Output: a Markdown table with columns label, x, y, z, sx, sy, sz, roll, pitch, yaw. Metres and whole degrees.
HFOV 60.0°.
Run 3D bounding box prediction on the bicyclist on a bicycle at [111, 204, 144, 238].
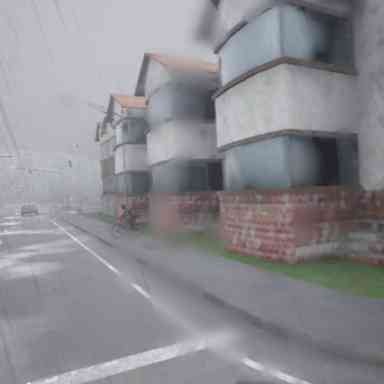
| label | x | y | z | sx | sy | sz | roll | pitch | yaw |
| --- | --- | --- | --- | --- | --- | --- | --- | --- | --- |
| bicyclist on a bicycle | -3.175 | 1.413 | 16.301 | 1.656 | 1.620 | 0.582 | -3 | 0 | -27 |

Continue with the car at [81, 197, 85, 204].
| label | x | y | z | sx | sy | sz | roll | pitch | yaw |
| --- | --- | --- | --- | --- | --- | --- | --- | --- | --- |
| car | -25.718 | 2.071 | 83.587 | 3.866 | 1.878 | 1.905 | -2 | 0 | -27 |

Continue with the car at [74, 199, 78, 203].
| label | x | y | z | sx | sy | sz | roll | pitch | yaw |
| --- | --- | --- | --- | --- | --- | --- | --- | --- | --- |
| car | -27.396 | 2.160 | 85.993 | 4.605 | 1.855 | 1.932 | -2 | 0 | -27 |

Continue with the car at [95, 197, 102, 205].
| label | x | y | z | sx | sy | sz | roll | pitch | yaw |
| --- | --- | --- | --- | --- | --- | --- | --- | --- | --- |
| car | -16.748 | 1.867 | 66.595 | 3.806 | 1.475 | 1.970 | -2 | 0 | -27 |

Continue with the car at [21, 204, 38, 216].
| label | x | y | z | sx | sy | sz | roll | pitch | yaw |
| --- | --- | --- | --- | --- | --- | --- | --- | --- | --- |
| car | -21.234 | 2.288 | 43.546 | 2.033 | 1.411 | 5.357 | -3 | 1 | -27 |

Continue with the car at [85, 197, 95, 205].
| label | x | y | z | sx | sy | sz | roll | pitch | yaw |
| --- | --- | --- | --- | --- | --- | --- | --- | --- | --- |
| car | -19.938 | 1.917 | 72.174 | 5.027 | 1.636 | 2.152 | -2 | 0 | -27 |
